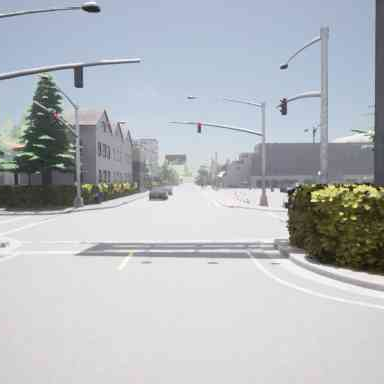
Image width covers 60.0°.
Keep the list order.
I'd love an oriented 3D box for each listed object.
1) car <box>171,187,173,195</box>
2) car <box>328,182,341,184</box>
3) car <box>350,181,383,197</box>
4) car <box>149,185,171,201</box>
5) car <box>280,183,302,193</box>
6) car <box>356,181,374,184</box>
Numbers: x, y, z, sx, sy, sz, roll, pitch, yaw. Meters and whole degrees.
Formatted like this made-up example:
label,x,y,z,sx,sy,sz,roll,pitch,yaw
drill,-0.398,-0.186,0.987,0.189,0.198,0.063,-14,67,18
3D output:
label,x,y,z,sx,sy,sz,roll,pitch,yaw
car,-3.872,-0.259,49.582,2.128,1.511,4.902,-1,2,0
car,25.143,-1.052,59.598,2.152,1.636,5.027,-1,2,-1
car,22.145,-0.472,42.199,1.932,1.855,4.605,-1,2,-1
car,-3.822,0.119,38.364,1.882,1.535,5.008,-1,2,0
car,15.125,-0.545,52.157,2.007,1.523,4.514,-1,2,-1
car,18.922,-0.184,34.310,1.905,1.878,3.866,-1,2,-1
